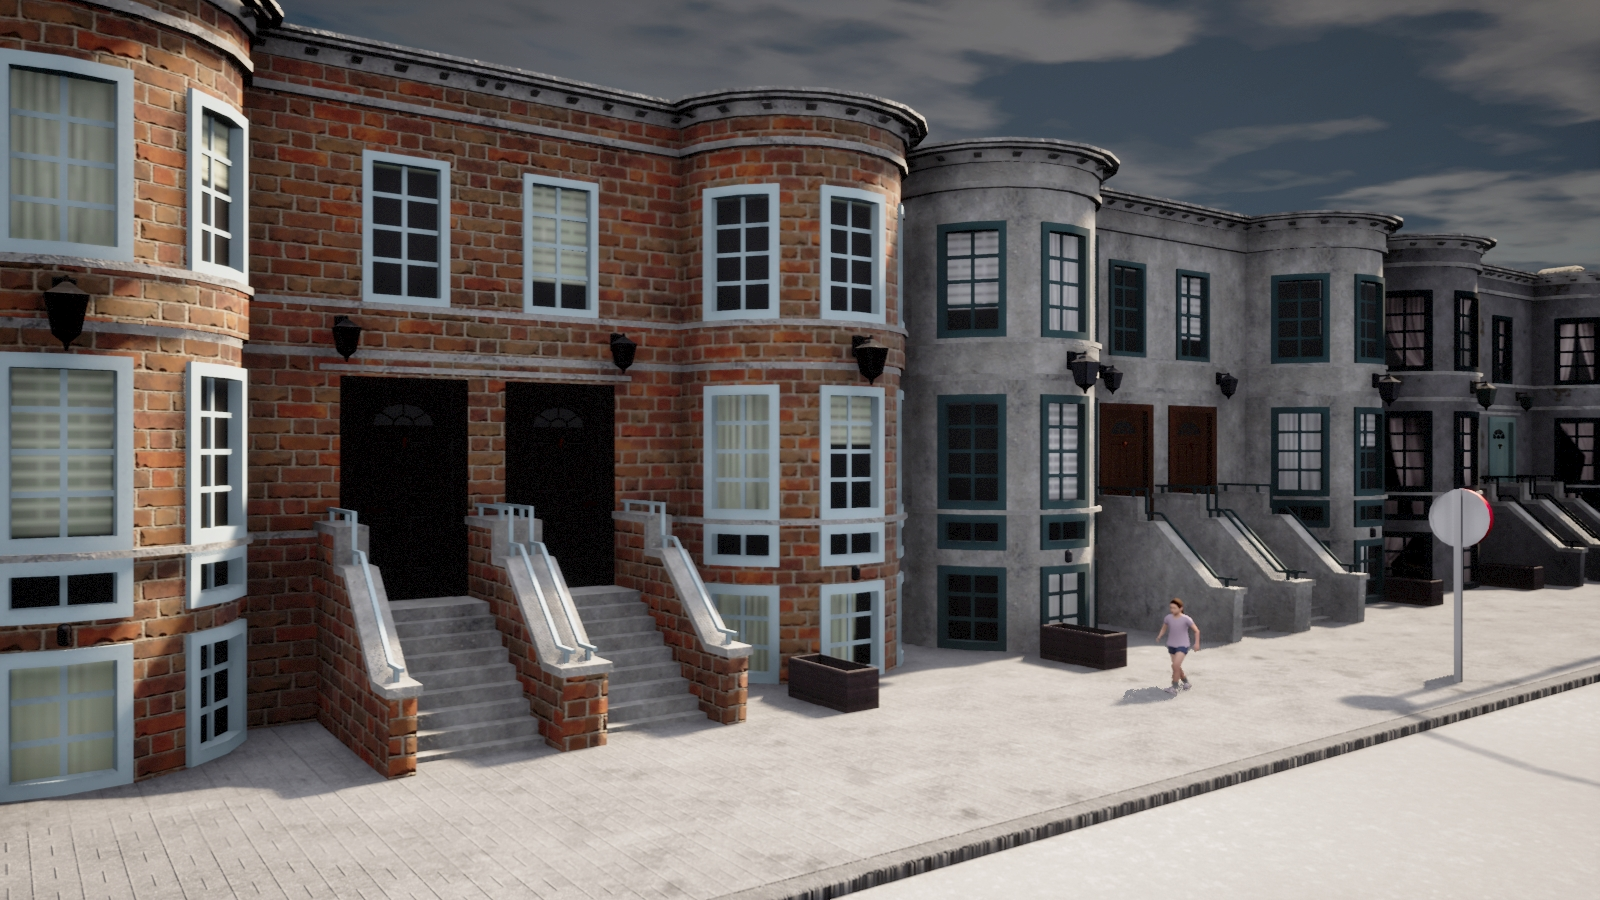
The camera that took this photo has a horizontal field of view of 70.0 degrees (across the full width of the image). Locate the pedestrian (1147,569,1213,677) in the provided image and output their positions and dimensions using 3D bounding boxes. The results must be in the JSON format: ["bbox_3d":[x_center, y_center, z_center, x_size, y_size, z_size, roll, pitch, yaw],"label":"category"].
[{"bbox_3d":[4.231,1.906,12.717,0.500,1.100,0.500,0,0,-37],"label":"pedestrian"}]
